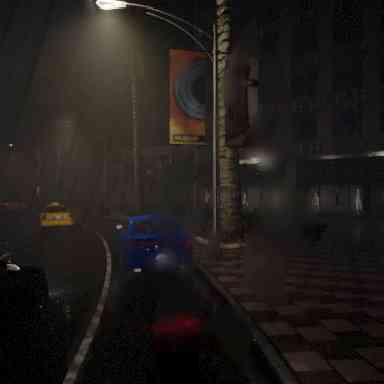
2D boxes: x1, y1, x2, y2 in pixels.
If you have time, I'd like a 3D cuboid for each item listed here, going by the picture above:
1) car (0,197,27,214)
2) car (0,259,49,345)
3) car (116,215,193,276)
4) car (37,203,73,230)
[{"bbox_3d":[-19.203,1.332,34.957,4.553,1.767,2.097,0,0,44],"label":"car"},{"bbox_3d":[-3.608,1.561,4.728,1.994,1.385,4.181,0,0,-6],"label":"car"},{"bbox_3d":[-1.332,1.475,10.583,1.882,1.535,5.008,0,0,-14],"label":"car"},{"bbox_3d":[-8.788,1.447,21.203,1.801,1.575,5.366,0,0,-27],"label":"car"}]
